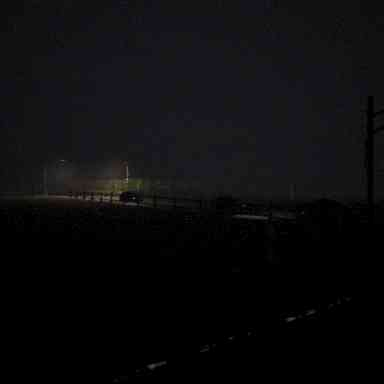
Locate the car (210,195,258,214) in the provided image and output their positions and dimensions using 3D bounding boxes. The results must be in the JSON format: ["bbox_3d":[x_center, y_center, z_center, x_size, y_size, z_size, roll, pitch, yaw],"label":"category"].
[{"bbox_3d":[3.658,1.077,29.663,1.882,1.535,5.008,0,1,-35],"label":"car"}]

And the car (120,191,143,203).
[{"bbox_3d":[-8.582,0.723,46.858,1.837,1.490,4.892,0,1,-35],"label":"car"}]

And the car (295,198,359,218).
[{"bbox_3d":[10.439,1.214,26.168,1.882,1.535,5.008,1,1,-33],"label":"car"}]

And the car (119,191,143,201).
[{"bbox_3d":[-10.201,0.583,55.331,2.128,1.511,4.902,0,1,-35],"label":"car"}]
